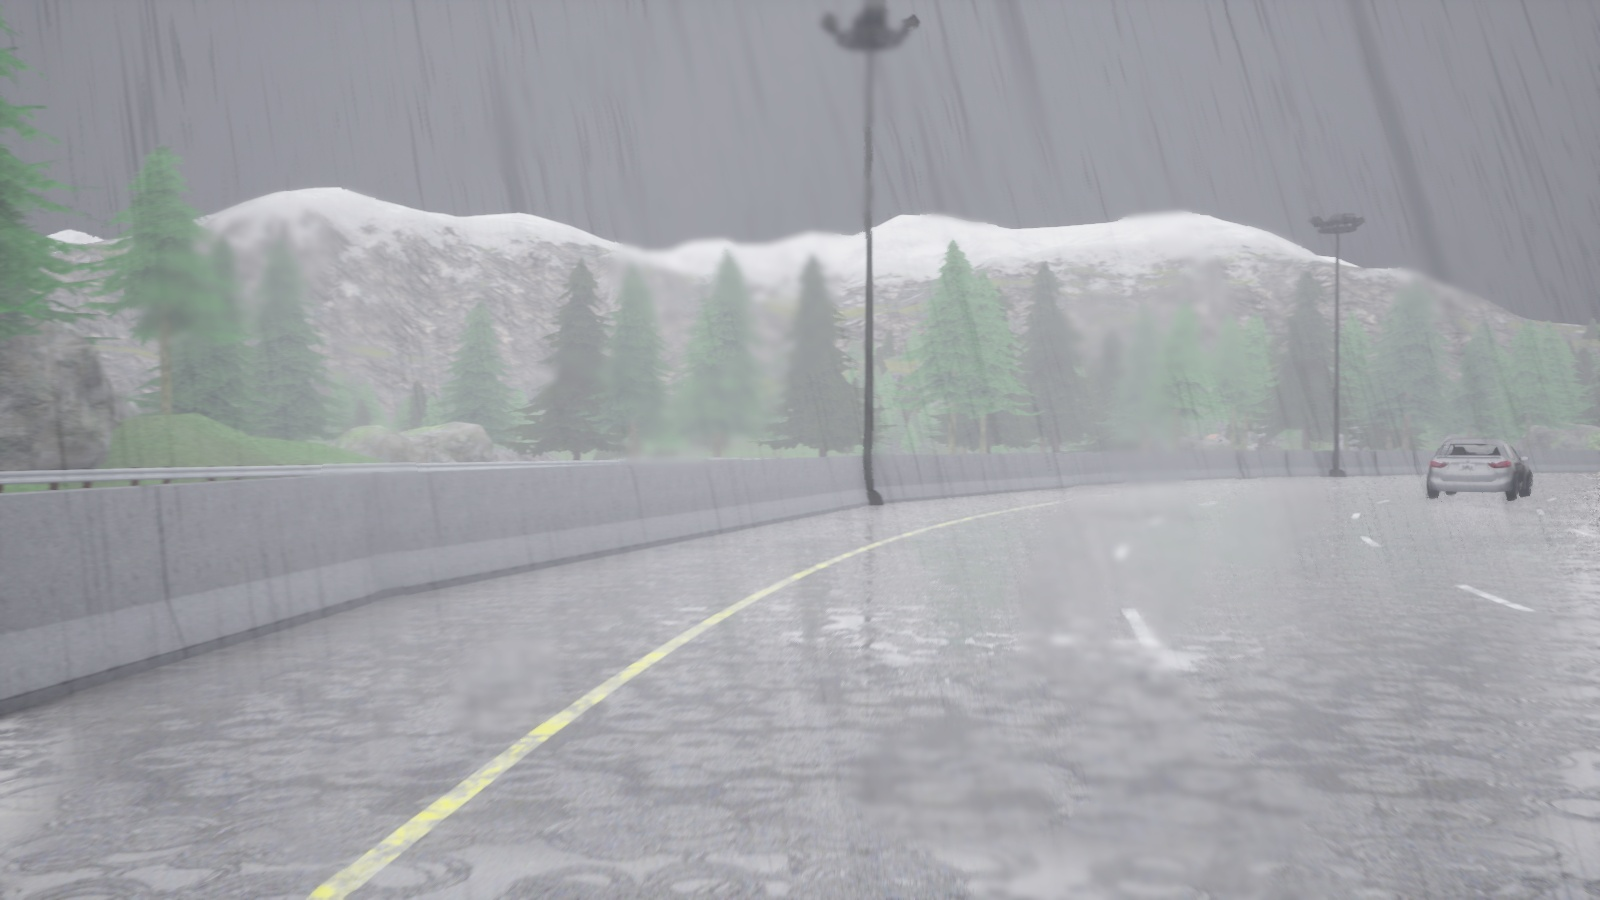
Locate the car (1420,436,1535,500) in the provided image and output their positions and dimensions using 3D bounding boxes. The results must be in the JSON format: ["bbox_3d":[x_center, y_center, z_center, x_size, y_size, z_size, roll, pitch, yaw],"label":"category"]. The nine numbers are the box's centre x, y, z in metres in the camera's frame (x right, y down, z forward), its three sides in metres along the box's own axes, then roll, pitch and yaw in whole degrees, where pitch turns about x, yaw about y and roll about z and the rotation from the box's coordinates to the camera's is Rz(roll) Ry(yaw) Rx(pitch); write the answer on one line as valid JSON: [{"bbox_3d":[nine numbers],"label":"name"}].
[{"bbox_3d":[19.076,0.460,35.243,2.242,1.667,4.611,0,0,36],"label":"car"}]
